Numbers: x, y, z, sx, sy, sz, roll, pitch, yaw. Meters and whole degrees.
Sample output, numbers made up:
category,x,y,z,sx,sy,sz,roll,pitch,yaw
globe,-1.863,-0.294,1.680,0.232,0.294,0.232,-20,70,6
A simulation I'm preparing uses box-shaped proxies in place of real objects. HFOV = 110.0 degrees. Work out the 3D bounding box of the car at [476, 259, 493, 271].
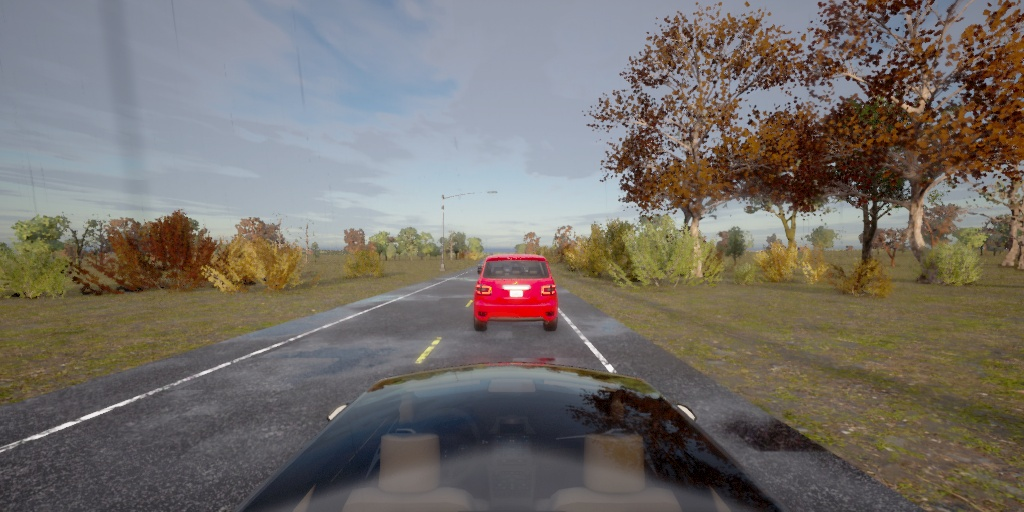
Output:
category,x,y,z,sx,sy,sz,roll,pitch,yaw
car,-3.888,1.226,51.040,2.128,1.511,4.902,0,0,-1

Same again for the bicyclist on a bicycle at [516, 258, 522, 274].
category,x,y,z,sx,sy,sz,roll,pitch,yaw
bicyclist on a bicycle,0.780,1.107,40.240,0.659,1.776,1.843,0,0,0

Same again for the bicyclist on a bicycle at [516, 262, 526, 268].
category,x,y,z,sx,sy,sz,roll,pitch,yaw
bicyclist on a bicycle,0.857,1.110,30.227,0.659,1.776,1.843,0,0,0

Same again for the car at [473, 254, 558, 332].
category,x,y,z,sx,sy,sz,roll,pitch,yaw
car,0.077,0.968,11.048,2.150,2.045,5.566,0,0,-1
